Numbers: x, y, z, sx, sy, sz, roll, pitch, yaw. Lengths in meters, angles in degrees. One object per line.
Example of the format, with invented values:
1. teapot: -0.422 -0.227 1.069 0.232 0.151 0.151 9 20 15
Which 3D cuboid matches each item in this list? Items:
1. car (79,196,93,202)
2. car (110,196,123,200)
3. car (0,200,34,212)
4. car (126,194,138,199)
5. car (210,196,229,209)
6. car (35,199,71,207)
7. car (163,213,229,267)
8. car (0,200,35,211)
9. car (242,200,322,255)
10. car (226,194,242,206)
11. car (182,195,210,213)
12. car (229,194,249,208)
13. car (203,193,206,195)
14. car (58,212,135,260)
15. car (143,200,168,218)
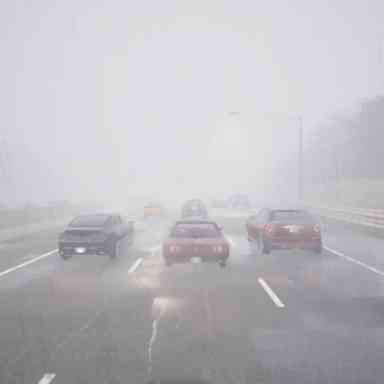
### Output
1. car: -23.901 1.573 74.808 1.895 1.301 4.718 0 0 1
2. car: -16.901 1.574 74.694 1.895 1.301 4.718 0 0 1
3. car: -20.900 1.642 39.704 1.895 1.301 4.718 0 0 1
4. car: -13.395 1.300 75.114 2.097 1.767 4.553 0 0 1
5. car: 3.753 1.626 47.519 1.994 1.385 4.181 0 0 1
6. car: -13.953 1.538 34.450 1.837 1.490 4.892 0 0 1
7. car: 0.120 1.610 11.461 1.895 1.301 4.718 0 0 0
8. car: -17.457 1.557 34.123 1.812 1.442 4.674 0 0 1
9. car: 3.526 1.363 13.583 2.097 1.767 4.553 0 0 0
10. car: 7.372 1.316 58.271 2.150 2.045 5.566 0 0 1
11. car: 0.201 1.377 29.043 2.097 1.767 4.553 0 0 0
12. car: 7.139 1.288 48.990 2.150 2.045 5.566 0 0 2
13. car: 4.320 1.698 87.615 1.837 1.490 4.892 0 0 1
14. car: -3.376 1.515 12.514 1.837 1.490 4.892 0 0 0
15. car: -3.288 1.505 30.795 1.882 1.535 5.008 0 0 0
